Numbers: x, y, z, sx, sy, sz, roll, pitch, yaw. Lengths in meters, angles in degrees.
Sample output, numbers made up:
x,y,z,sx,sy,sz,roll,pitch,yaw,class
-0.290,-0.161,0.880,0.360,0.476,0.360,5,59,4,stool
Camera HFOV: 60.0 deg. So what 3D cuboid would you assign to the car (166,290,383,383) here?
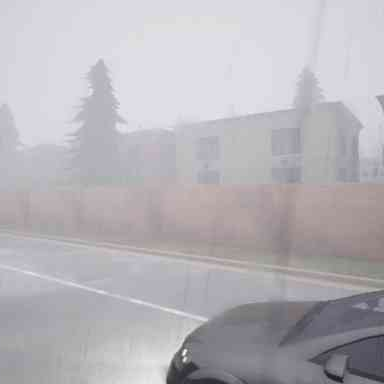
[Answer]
x,y,z,sx,sy,sz,roll,pitch,yaw,class
1.804,1.564,2.701,4.181,1.385,1.994,0,0,36,car
